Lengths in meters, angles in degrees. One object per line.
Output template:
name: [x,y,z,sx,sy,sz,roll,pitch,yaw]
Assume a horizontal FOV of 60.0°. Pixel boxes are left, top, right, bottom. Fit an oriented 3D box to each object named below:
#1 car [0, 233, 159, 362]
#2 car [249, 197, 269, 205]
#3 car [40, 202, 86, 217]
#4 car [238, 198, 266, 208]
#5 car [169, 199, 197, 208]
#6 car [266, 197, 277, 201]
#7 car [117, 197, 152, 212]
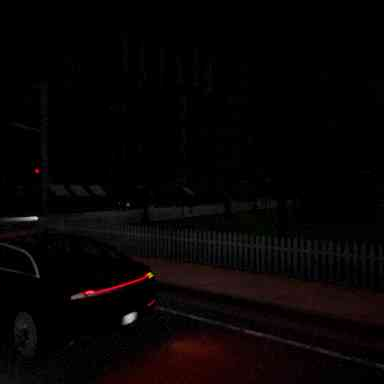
car: [-2.811,1.505,5.956,4.902,1.511,2.128,0,0,36]
car: [12.452,1.658,61.806,1.895,1.301,4.718,0,0,34]
car: [-12.274,1.629,31.810,1.994,1.385,4.181,0,0,34]
car: [8.669,1.596,49.946,2.033,1.411,5.357,0,0,34]
car: [-1.288,1.666,48.048,1.895,1.301,4.718,0,0,34]
car: [15.329,1.597,59.818,2.033,1.411,5.357,0,0,34]
car: [-6.853,1.417,39.831,2.097,1.767,4.553,0,0,34]
